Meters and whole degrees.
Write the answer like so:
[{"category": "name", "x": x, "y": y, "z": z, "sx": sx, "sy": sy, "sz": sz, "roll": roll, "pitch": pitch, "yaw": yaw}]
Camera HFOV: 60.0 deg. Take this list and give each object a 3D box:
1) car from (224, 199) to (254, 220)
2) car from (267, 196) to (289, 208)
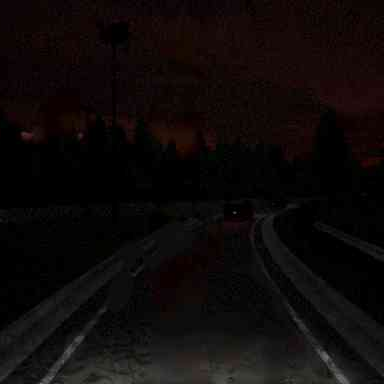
[{"category": "car", "x": 3.763, "y": 1.312, "z": 26.192, "sx": 1.882, "sy": 1.535, "sz": 5.008, "roll": 0, "pitch": 0, "yaw": 16}, {"category": "car", "x": 11.053, "y": 1.230, "z": 42.788, "sx": 2.128, "sy": 1.511, "sz": 4.902, "roll": 0, "pitch": 0, "yaw": 29}]
